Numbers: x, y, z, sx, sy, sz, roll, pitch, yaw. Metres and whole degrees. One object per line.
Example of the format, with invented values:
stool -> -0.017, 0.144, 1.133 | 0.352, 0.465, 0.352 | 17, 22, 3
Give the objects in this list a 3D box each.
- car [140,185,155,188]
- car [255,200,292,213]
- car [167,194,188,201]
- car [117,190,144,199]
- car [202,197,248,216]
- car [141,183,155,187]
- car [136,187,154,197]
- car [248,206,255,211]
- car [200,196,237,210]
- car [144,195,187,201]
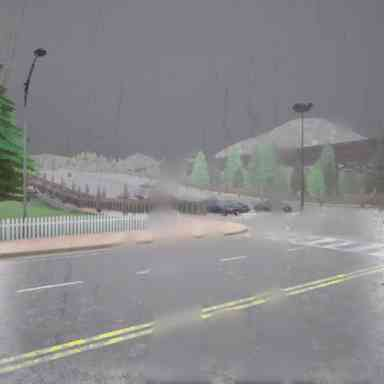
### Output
car -> -8.632, 0.169, 59.776 | 1.837, 1.490, 4.892 | 0, 6, -36
car -> 8.714, 1.557, 36.059 | 1.994, 1.385, 4.181 | 0, 0, -36
car -> -1.600, 1.412, 44.147 | 1.994, 1.385, 4.181 | 0, 2, -36
car -> -9.427, 0.903, 48.908 | 1.837, 1.490, 4.892 | 0, 4, -36
car -> 2.618, 1.543, 32.526 | 2.033, 1.411, 5.357 | 0, 0, -36
car -> -9.869, -1.240, 73.406 | 2.128, 1.511, 4.902 | 0, 7, -36
car -> -7.520, 0.635, 52.235 | 2.097, 1.767, 4.553 | 0, 4, -36
car -> 4.298, 1.555, 36.148 | 1.994, 1.385, 4.181 | 0, 0, -36
car -> 3.392, 1.423, 43.271 | 1.882, 1.535, 5.008 | 0, 1, -36
car -> -3.348, 1.450, 40.615 | 2.033, 1.411, 5.357 | 0, 2, -36
